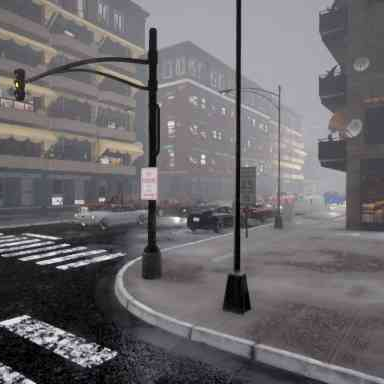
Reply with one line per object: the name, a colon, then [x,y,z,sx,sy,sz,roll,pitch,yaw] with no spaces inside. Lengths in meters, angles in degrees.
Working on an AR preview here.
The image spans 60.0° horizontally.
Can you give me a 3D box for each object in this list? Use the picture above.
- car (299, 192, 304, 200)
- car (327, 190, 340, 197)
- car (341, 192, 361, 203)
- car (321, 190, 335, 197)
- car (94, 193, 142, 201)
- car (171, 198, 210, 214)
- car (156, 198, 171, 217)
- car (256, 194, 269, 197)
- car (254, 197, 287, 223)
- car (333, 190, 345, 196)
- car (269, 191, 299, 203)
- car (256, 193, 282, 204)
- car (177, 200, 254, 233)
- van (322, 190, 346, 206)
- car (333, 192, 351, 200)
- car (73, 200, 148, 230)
car: [17.012,0.719,54.707,1.947,1.339,4.313,2,2,35]
car: [33.038,0.335,77.488,1.802,1.307,4.206,2,2,35]
car: [23.844,0.763,49.853,1.887,1.381,4.507,2,2,35]
car: [29.833,0.378,72.931,1.887,1.381,4.507,2,2,35]
car: [-5.420,1.031,22.808,2.192,1.841,5.009,2,2,35]
car: [0.545,1.203,26.830,1.994,1.385,4.181,1,1,34]
car: [-2.217,1.180,27.370,1.887,1.381,4.507,2,2,35]
car: [5.797,1.012,34.267,1.837,1.490,4.892,1,1,35]
car: [4.614,1.283,22.517,1.802,1.307,4.206,2,2,35]
car: [36.243,0.255,82.044,1.802,1.307,4.206,2,2,35]
car: [11.502,0.717,42.328,2.097,1.767,4.553,1,1,36]
car: [10.603,0.880,45.594,1.947,1.339,4.313,2,2,35]
car: [1.409,1.348,17.961,1.947,1.339,4.313,2,2,35]
van: [17.437,0.721,40.737,1.690,1.788,3.998,2,2,35]
car: [25.884,0.695,57.272,1.895,1.301,4.718,1,1,35]
car: [-4.549,1.368,19.565,1.895,1.301,4.718,1,1,35]
